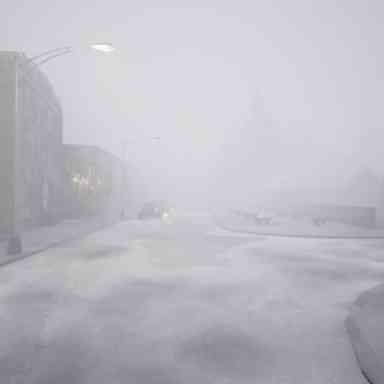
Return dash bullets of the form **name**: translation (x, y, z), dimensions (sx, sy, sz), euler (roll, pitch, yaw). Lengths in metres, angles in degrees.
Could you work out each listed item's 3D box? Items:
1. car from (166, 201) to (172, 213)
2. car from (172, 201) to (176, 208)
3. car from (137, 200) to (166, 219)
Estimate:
- **car**: translation (-4.120, 1.802, 43.559), dimensions (2.097, 1.767, 4.553), euler (0, -1, 0)
- **car**: translation (-4.014, 2.260, 61.906), dimensions (1.895, 1.301, 4.718), euler (0, -1, 0)
- **car**: translation (-4.119, 1.693, 33.068), dimensions (2.097, 1.767, 4.553), euler (0, -1, 0)
